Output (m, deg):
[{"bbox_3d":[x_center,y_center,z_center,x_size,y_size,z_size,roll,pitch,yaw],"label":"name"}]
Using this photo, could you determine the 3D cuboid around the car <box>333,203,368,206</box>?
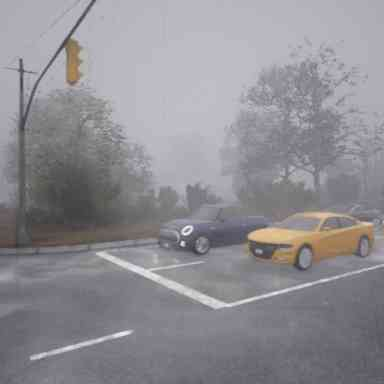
[{"bbox_3d":[8.405,1.390,18.121,4.902,1.511,2.128,0,0,-33],"label":"car"}]

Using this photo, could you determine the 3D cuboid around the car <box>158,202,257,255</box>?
[{"bbox_3d":[0.944,1.300,13.104,4.553,1.767,2.097,0,0,-34],"label":"car"}]

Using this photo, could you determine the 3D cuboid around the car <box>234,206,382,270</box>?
[{"bbox_3d":[3.998,1.421,10.958,5.008,1.535,1.882,0,0,-34],"label":"car"}]
